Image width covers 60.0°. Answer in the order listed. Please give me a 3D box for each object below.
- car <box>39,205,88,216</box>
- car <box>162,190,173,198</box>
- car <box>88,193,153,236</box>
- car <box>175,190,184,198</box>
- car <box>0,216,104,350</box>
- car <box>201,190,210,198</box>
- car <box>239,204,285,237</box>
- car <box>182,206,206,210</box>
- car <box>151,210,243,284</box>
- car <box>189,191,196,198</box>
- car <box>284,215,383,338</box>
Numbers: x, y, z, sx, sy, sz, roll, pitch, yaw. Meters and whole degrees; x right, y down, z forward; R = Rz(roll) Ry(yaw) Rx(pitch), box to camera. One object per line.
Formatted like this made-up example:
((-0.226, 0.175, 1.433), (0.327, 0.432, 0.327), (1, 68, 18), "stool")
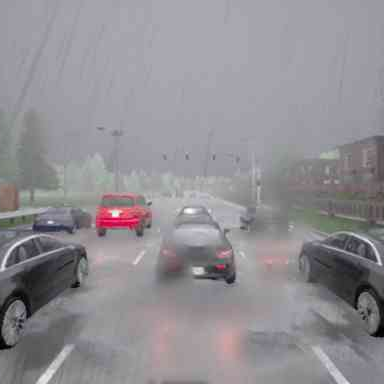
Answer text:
((-6.893, 1.423, 18.221), (1.994, 1.385, 4.181), (0, 0, 0), "car")
((-6.902, 0.518, 90.712), (2.150, 2.045, 5.566), (0, 0, 0), "car")
((-3.394, 1.086, 17.436), (2.150, 2.045, 5.566), (0, 0, 0), "car")
((-3.402, 0.518, 90.708), (2.150, 2.045, 5.566), (0, 0, 0), "car")
((-3.402, 1.441, 6.116), (2.128, 1.511, 4.902), (0, 0, 0), "car")
((3.598, 0.518, 90.700), (2.150, 2.045, 5.566), (0, 0, 0), "car")
((3.601, 1.372, 17.153), (1.837, 1.490, 4.892), (0, 0, 0), "car")
((0.104, 1.425, 17.952), (1.994, 1.385, 4.181), (0, 0, 0), "car")
((0.106, 1.454, 9.204), (1.812, 1.442, 4.674), (0, 0, 0), "car")
((0.098, 0.833, 90.677), (2.033, 1.411, 5.357), (0, 0, 0), "car")
((3.600, 1.440, 6.487), (2.128, 1.511, 4.902), (0, 0, 0), "car")
